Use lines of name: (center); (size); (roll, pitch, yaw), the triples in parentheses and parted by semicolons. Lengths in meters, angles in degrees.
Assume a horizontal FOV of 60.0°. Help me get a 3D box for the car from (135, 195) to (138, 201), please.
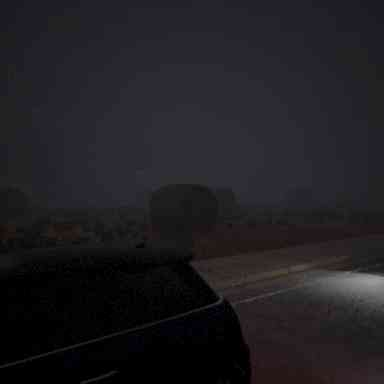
car: (-11.209, 1.152, 73.363); (1.905, 1.878, 3.866); (6, 3, 7)

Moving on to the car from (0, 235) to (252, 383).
car: (-1.663, 1.352, 2.791); (4.553, 1.767, 2.097); (0, 0, -36)
